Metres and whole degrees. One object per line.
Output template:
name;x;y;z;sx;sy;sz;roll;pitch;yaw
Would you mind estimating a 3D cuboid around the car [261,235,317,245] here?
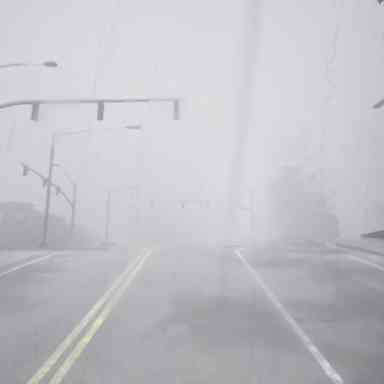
car;8.268;4.516;28.535;4.892;1.490;1.837;-4;-13;13
